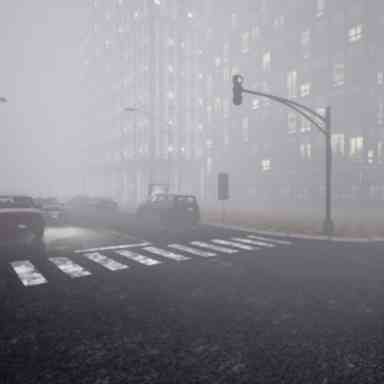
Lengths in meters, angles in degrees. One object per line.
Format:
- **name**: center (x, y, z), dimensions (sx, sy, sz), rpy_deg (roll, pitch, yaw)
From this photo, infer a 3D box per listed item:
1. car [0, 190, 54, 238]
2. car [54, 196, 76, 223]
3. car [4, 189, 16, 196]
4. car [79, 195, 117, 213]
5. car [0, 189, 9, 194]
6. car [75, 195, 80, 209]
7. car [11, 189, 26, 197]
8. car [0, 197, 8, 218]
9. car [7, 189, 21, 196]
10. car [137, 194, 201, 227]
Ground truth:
- **car**: center (-8.226, 1.018, 15.270), dimensions (2.192, 1.841, 5.009), rpy_deg (1, 0, -36)
- **car**: center (-9.373, 1.098, 21.227), dimensions (2.128, 1.511, 4.902), rpy_deg (0, 1, -36)
- **car**: center (-40.604, 0.062, 74.106), dimensions (1.887, 1.381, 4.507), rpy_deg (1, 0, -36)
- **car**: center (-8.007, 1.071, 29.221), dimensions (1.947, 1.339, 4.313), rpy_deg (1, 0, -36)
- **car**: center (-47.123, -0.132, 83.082), dimensions (2.008, 1.369, 4.403), rpy_deg (1, 0, -36)
- **car**: center (-11.267, 0.974, 33.710), dimensions (1.947, 1.339, 4.313), rpy_deg (1, 0, -36)
- **car**: center (-34.081, 0.157, 65.128), dimensions (1.967, 1.590, 4.097), rpy_deg (1, 0, -36)
- **car**: center (-14.751, 1.092, 24.246), dimensions (1.802, 1.307, 4.206), rpy_deg (1, 0, -36)
- **car**: center (-37.344, 0.162, 69.618), dimensions (1.887, 1.381, 4.507), rpy_deg (1, 0, -36)
- **car**: center (-1.482, 1.014, 20.243), dimensions (2.192, 1.841, 5.009), rpy_deg (1, 0, -36)
